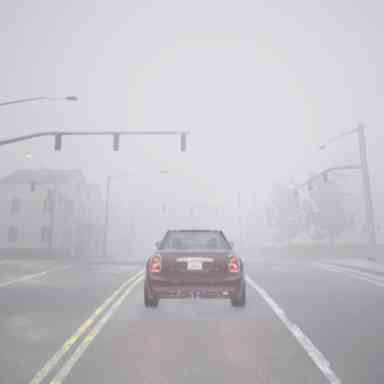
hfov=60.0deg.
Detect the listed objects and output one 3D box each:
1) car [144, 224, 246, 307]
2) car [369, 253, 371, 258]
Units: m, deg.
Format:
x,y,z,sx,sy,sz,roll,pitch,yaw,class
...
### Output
x,y,z,sx,sy,sz,roll,pitch,yaw,class
0.072,1.686,8.696,2.097,1.767,4.553,0,-6,0,car
18.351,5.327,29.549,4.892,1.490,1.837,0,-11,1,car
